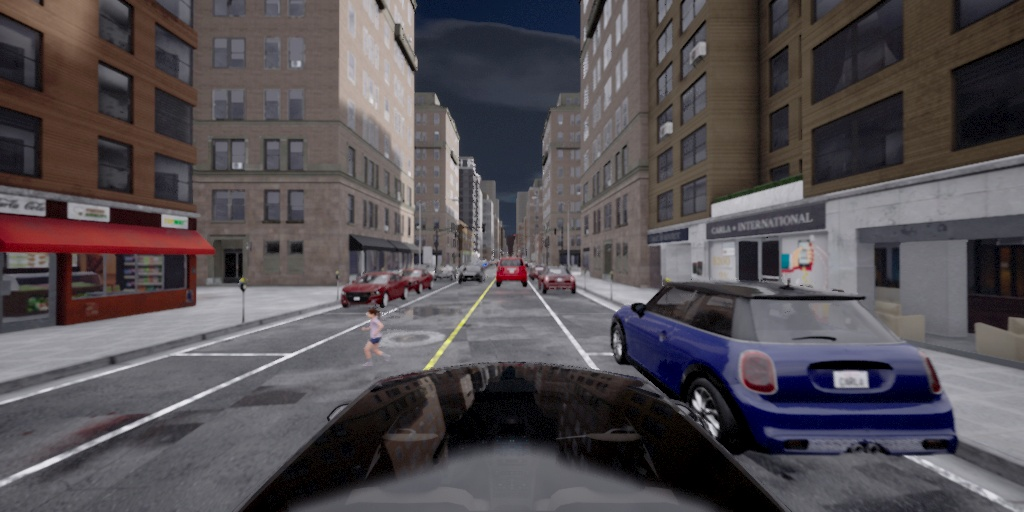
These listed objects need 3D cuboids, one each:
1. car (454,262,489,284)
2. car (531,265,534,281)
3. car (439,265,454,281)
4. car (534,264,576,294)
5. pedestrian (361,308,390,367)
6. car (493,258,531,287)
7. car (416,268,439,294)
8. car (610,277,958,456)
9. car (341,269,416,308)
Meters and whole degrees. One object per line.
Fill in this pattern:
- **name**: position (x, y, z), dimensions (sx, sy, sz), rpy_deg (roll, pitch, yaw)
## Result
- **car**: position (-3.181, 1.443, 28.964), dimensions (1.837, 1.490, 4.892), rpy_deg (0, -1, 0)
- **car**: position (2.564, 1.544, 32.685), dimensions (1.802, 1.307, 4.207), rpy_deg (0, 0, 0)
- **car**: position (-5.962, 1.513, 32.649), dimensions (2.007, 1.370, 4.403), rpy_deg (0, 0, 0)
- **car**: position (2.602, 1.324, 21.496), dimensions (1.967, 1.591, 4.097), rpy_deg (0, 0, 0)
- **pedestrian**: position (-2.492, 1.458, 6.613), dimensions (0.500, 1.100, 0.500), rpy_deg (0, 0, -15)
- **car**: position (-0.025, 1.140, 26.356), dimensions (2.150, 2.045, 5.566), rpy_deg (0, 0, 0)
- **car**: position (-5.924, 1.429, 21.458), dimensions (1.888, 1.381, 4.507), rpy_deg (0, 0, 0)
- **car**: position (2.990, 1.125, 5.296), dimensions (2.097, 1.767, 4.553), rpy_deg (0, 0, 0)
- **car**: position (-5.904, 1.391, 15.863), dimensions (1.888, 1.381, 4.507), rpy_deg (0, 0, 0)
